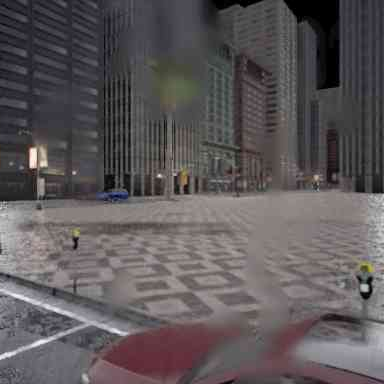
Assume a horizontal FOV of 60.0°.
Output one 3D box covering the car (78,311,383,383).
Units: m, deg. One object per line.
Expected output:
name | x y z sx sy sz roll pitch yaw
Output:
car | 0.923 1.582 2.309 4.206 1.307 1.802 0 0 35

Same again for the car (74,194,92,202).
car | -16.591 0.979 53.930 1.895 1.301 4.718 0 1 36

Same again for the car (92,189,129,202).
car | -12.761 0.562 53.682 2.150 2.045 5.566 0 1 36
